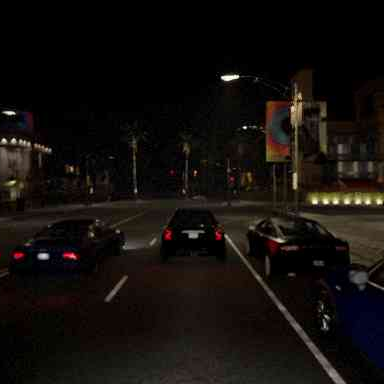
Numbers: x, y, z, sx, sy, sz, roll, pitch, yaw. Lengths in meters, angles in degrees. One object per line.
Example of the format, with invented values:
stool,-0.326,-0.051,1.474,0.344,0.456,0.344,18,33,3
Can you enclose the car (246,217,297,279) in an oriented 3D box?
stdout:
car,2.894,1.487,10.124,2.097,1.535,5.008,0,0,0

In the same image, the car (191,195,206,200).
car,1.765,1.580,86.448,1.812,1.442,4.674,0,0,40

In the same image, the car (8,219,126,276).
car,-3.462,1.554,10.291,2.033,1.411,5.357,0,0,0

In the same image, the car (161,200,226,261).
car,0.055,1.363,12.448,2.097,1.767,4.553,0,0,0

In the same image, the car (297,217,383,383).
car,3.037,1.357,3.699,2.185,1.767,4.553,0,0,0
